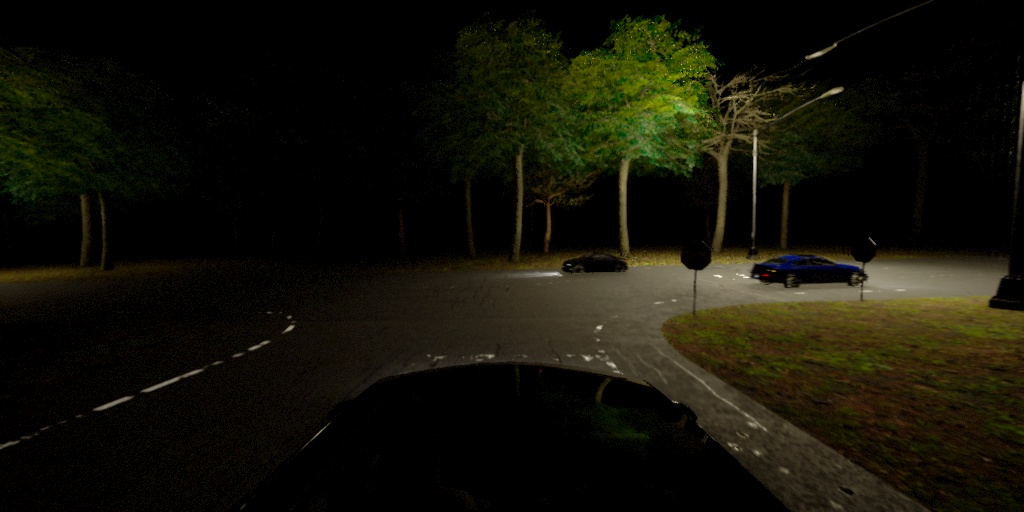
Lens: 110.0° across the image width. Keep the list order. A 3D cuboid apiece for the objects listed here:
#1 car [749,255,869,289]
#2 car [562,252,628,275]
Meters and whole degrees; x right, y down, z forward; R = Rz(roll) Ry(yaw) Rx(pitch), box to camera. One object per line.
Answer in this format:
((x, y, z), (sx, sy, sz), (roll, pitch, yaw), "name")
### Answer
((13.641, 0.663, 16.631), (4.674, 1.442, 1.812), (-2, 4, 0), "car")
((5.428, 0.471, 23.624), (4.181, 1.385, 1.994), (-2, 4, 0), "car")
